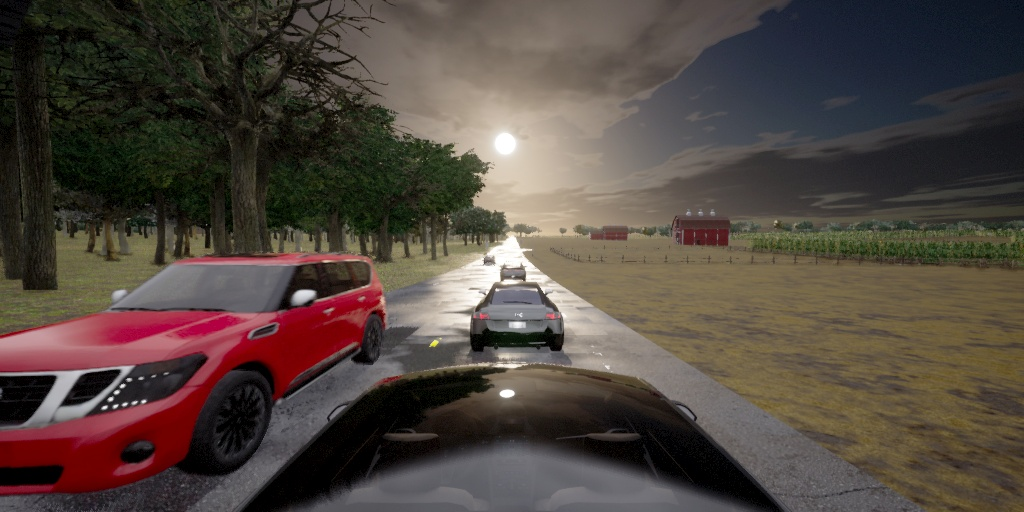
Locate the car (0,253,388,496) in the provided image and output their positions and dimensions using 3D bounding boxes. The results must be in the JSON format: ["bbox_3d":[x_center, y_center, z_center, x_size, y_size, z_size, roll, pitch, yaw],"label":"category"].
[{"bbox_3d":[-3.604,0.968,5.130,2.150,2.045,5.566,0,0,0],"label":"car"}]

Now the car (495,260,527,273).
[{"bbox_3d":[0.075,1.165,26.659,2.128,1.511,4.902,0,1,0],"label":"car"}]

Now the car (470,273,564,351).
[{"bbox_3d":[0.094,1.307,8.972,1.994,1.385,4.181,0,0,0],"label":"car"}]

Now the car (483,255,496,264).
[{"bbox_3d":[-3.571,0.560,57.941,2.033,1.411,5.357,0,2,0],"label":"car"}]
